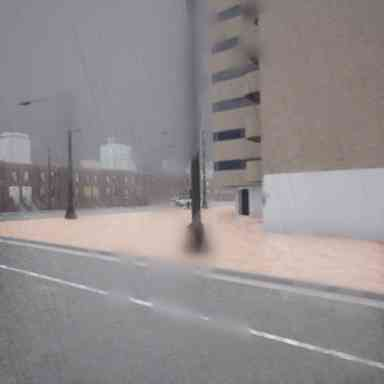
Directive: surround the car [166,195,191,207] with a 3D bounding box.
[{"bbox_3d":[-2.183,1.601,57.941,2.150,2.045,5.566,-2,-1,37],"label":"car"}]
